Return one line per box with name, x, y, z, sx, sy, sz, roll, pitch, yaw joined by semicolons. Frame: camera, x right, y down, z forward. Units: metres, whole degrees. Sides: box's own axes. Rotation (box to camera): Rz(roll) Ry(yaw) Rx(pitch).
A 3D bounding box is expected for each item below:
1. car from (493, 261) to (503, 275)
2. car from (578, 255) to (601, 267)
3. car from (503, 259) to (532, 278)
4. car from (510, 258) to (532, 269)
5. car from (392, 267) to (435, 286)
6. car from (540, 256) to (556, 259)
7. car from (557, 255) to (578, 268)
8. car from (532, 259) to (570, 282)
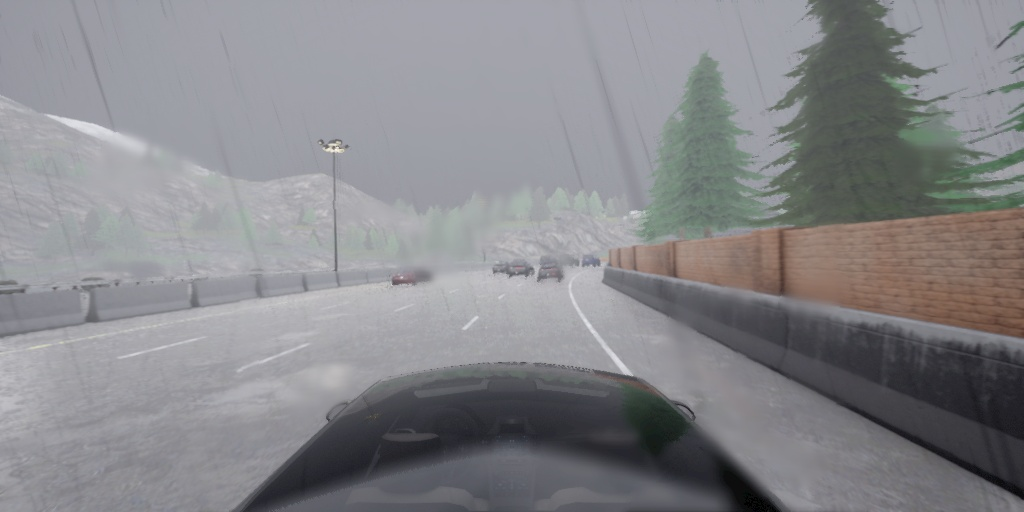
car;-0.786;1.365;41.954;2.128;1.511;4.902;-1;0;16
car;13.244;0.812;59.818;2.150;2.045;5.566;-1;-2;26
car;1.007;1.307;35.136;2.128;1.511;4.902;-1;0;14
car;1.476;1.222;58.909;2.097;1.767;4.553;-1;0;22
car;-7.656;1.560;28.182;1.994;1.385;4.181;-1;0;11
car;6.463;0.977;61.785;2.150;2.045;5.566;-1;-1;25
car;9.965;0.892;61.054;2.150;2.045;5.566;-1;-1;25
car;3.233;1.238;28.548;2.128;1.511;4.902;-1;0;12
